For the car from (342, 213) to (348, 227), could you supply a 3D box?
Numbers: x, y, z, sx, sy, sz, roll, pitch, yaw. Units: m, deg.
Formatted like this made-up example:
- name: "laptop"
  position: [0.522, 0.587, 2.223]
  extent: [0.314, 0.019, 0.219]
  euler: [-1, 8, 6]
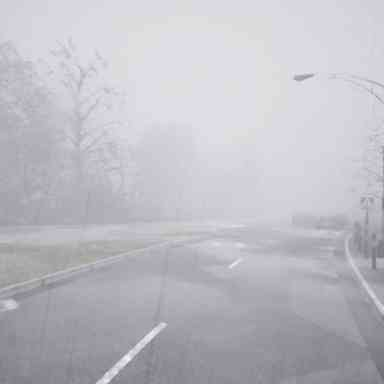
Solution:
- name: "car"
  position: [16.647, 3.352, 38.674]
  extent: [1.994, 1.385, 4.181]
  euler: [1, -2, 28]

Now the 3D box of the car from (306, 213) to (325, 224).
- name: "car"
  position: [17.651, 3.761, 47.527]
  extent: [1.895, 1.301, 4.718]
  euler: [1, -2, 28]

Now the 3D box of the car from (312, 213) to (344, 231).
- name: "car"
  position: [13.085, 2.965, 31.938]
  extent: [1.994, 1.385, 4.181]
  euler: [1, -2, 28]

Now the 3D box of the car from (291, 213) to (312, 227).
- name: "car"
  position: [12.806, 3.111, 38.359]
  extent: [1.882, 1.535, 5.008]
  euler: [1, -2, 28]
